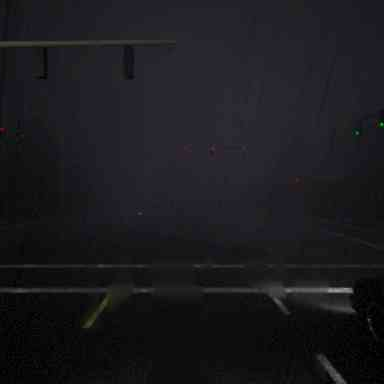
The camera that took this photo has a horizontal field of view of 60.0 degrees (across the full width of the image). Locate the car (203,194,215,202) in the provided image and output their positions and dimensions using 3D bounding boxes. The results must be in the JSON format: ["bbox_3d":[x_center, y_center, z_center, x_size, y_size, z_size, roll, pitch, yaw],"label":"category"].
[{"bbox_3d":[3.501,1.195,68.550,2.097,1.767,4.553,0,0,0],"label":"car"}]

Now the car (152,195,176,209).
[{"bbox_3d":[-3.584,1.254,42.927,2.097,1.767,4.553,0,0,0],"label":"car"}]

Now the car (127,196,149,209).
[{"bbox_3d":[-7.083,1.428,42.851,1.812,1.442,4.674,0,0,0],"label":"car"}]

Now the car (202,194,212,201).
[{"bbox_3d":[3.502,1.207,78.689,2.128,1.511,4.902,0,0,0],"label":"car"}]

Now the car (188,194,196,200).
[{"bbox_3d":[0.002,1.235,78.690,1.994,1.385,4.181,0,0,0],"label":"car"}]

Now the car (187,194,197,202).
[{"bbox_3d":[0.001,1.342,68.580,1.837,1.490,4.892,0,0,0],"label":"car"}]

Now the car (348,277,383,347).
[{"bbox_3d":[3.581,1.540,3.214,2.033,1.411,5.357,0,0,0],"label":"car"}]

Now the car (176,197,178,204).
[{"bbox_3d":[-3.544,1.429,59.017,1.994,1.385,4.181,0,0,0],"label":"car"}]

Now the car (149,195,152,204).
[{"bbox_3d":[-7.039,1.343,59.255,1.882,1.535,5.008,0,0,1],"label":"car"}]
